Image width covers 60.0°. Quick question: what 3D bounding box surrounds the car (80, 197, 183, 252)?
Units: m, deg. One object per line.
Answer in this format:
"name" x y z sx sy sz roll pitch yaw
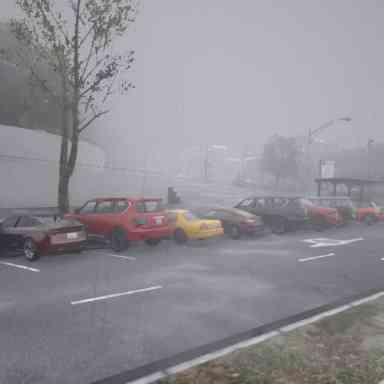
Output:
"car" -3.450 1.247 14.093 5.566 2.045 2.435 -1 -1 34

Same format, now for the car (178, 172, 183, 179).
"car" -1.577 -4.363 92.183 2.435 2.045 5.566 1 -1 34

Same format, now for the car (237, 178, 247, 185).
"car" 12.428 -2.044 72.676 2.002 1.452 4.674 7 4 35

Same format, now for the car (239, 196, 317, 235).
"car" 3.901 1.262 19.310 5.566 2.045 2.435 -1 -1 35

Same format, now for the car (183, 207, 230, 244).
"car" -1.131 1.502 15.922 5.366 1.575 1.946 -1 -1 35

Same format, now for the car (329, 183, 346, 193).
"car" 24.542 -0.427 55.411 2.435 2.045 5.566 7 3 35

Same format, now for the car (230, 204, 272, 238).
"car" 1.474 1.548 17.551 4.674 1.452 2.002 -1 -1 35

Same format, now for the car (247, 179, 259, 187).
"car" 14.260 -1.813 70.356 1.946 1.575 5.366 7 3 35

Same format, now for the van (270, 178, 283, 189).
"van" 17.566 -1.492 65.155 1.878 1.987 4.442 7 4 35

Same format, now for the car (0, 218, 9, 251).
"car" -8.313 1.492 10.599 4.892 1.521 2.231 -1 -1 34

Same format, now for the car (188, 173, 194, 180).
"car" 1.927 -3.851 87.368 2.185 1.767 4.553 6 3 34

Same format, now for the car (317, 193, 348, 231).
"car" 6.413 1.266 21.016 5.566 2.045 2.435 -1 -1 35

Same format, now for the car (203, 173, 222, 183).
"car" 5.575 -3.177 82.644 1.946 1.575 5.366 7 3 34

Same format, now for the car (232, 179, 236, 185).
"car" 10.684 -2.318 75.137 2.002 1.452 4.674 7 3 35

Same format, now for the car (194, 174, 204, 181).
"car" 3.722 -3.699 84.903 2.435 2.045 5.566 7 3 34

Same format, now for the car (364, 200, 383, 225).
"car" 11.359 1.402 24.439 4.553 1.767 2.185 -1 -1 35

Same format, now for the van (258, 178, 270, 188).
"van" 15.836 -1.765 67.626 1.878 1.987 4.442 7 4 35

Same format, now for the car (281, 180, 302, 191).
"car" 19.327 -0.993 62.794 2.231 1.521 4.892 7 3 35

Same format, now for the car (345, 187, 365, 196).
"car" 26.234 0.136 52.940 2.002 1.452 4.674 7 3 35

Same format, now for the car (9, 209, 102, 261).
"car" -5.894 1.523 12.347 4.792 1.488 2.163 -1 -1 35

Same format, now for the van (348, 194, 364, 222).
"van" 8.951 1.296 22.687 4.442 1.987 1.878 -1 -1 35

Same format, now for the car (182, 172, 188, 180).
"car" 0.196 -4.086 89.837 2.185 1.767 4.553 4 1 33
